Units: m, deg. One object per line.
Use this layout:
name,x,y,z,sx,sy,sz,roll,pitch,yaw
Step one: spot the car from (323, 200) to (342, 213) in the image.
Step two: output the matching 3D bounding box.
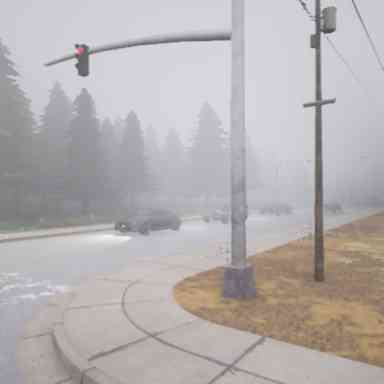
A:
car,15.557,1.600,37.616,1.812,1.442,4.674,0,0,36

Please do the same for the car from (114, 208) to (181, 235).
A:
car,-2.501,1.657,19.465,1.994,1.385,4.181,0,0,37

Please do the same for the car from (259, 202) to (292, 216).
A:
car,8.728,1.693,34.590,1.895,1.301,4.718,0,0,37

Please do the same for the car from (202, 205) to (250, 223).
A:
car,2.760,1.694,26.562,1.895,1.301,4.718,0,0,37
